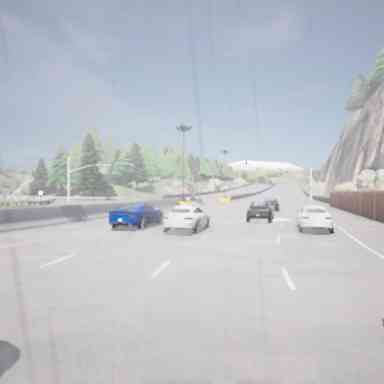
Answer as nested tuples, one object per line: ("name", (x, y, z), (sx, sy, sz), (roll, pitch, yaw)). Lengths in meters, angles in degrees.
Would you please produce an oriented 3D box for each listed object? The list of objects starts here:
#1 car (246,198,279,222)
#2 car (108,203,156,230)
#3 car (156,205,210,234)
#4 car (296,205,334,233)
("car", (5.315, 1.455, 25.735), (2.128, 1.511, 4.902), (0, 0, 16))
("car", (-3.351, 1.402, 20.855), (1.882, 1.535, 5.008), (0, 0, 15))
("car", (-0.238, 1.473, 18.987), (1.812, 1.442, 4.674), (0, 0, 15))
("car", (7.174, 1.515, 19.627), (1.812, 1.442, 4.674), (0, 0, 15))
